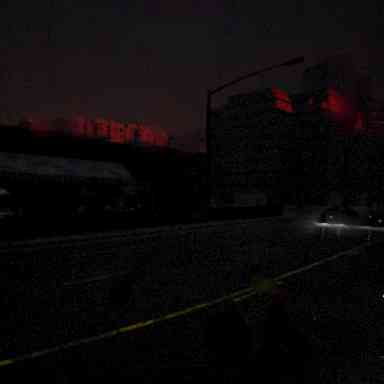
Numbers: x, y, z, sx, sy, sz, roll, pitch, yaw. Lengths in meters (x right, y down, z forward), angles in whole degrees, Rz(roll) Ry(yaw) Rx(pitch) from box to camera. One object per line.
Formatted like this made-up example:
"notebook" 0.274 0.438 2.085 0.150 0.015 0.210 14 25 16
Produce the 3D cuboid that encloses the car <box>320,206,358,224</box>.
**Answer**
"car" 12.263 1.838 27.674 1.994 1.385 4.181 0 -1 41

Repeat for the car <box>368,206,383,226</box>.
"car" 14.857 1.800 25.325 1.812 1.442 4.674 0 -1 41

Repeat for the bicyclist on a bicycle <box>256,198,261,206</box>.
"bicyclist on a bicycle" 11.745 1.787 58.977 0.582 1.620 1.656 0 0 40
